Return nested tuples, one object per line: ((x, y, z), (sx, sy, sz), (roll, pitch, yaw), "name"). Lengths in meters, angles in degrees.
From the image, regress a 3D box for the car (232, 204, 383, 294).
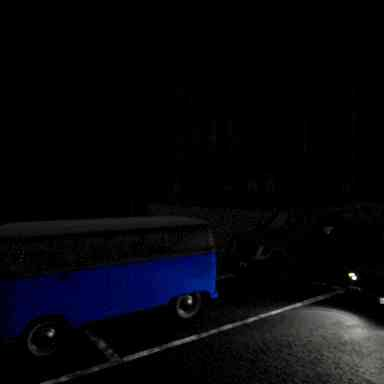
((3.187, 1.305, 8.925), (5.009, 1.841, 2.192), (0, 0, -36), "car")

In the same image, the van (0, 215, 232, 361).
((-1.434, 1.338, 5.627), (3.998, 1.788, 1.690), (0, 0, -36), "van")

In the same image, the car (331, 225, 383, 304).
((5.592, 1.536, 7.369), (5.357, 1.411, 2.033), (0, 0, -36), "car")
